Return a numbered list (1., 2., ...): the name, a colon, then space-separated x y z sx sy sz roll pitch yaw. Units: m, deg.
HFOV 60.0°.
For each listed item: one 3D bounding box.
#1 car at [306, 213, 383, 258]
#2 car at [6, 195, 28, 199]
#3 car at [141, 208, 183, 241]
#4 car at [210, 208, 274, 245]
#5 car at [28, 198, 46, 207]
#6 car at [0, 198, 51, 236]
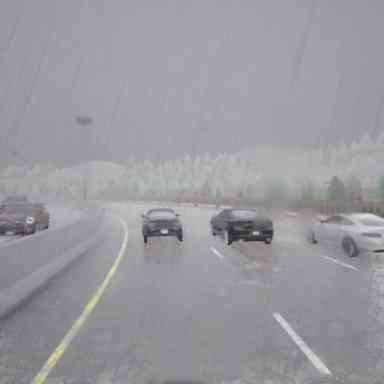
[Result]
1. car: 6.097 1.508 12.726 1.812 1.442 4.674 0 0 -7
2. car: -16.942 1.299 32.182 2.150 2.045 5.566 0 0 -22
3. car: -1.555 1.539 16.624 1.812 1.442 4.674 0 0 -9
4. car: 2.150 1.477 15.591 1.882 1.535 5.008 0 0 -9
5. car: -26.036 1.685 55.698 1.994 1.385 4.181 0 0 -36
6. car: -9.179 1.395 18.143 2.097 1.767 4.553 0 0 -12
